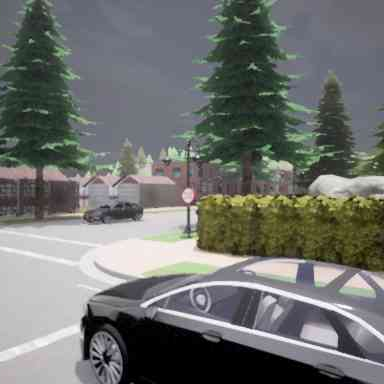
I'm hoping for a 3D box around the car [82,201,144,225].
[{"bbox_3d":[-5.578,1.440,24.035,1.837,1.490,4.892,0,0,35],"label":"car"}]

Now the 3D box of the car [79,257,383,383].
[{"bbox_3d":[0.740,1.490,3.558,4.902,1.511,2.128,0,0,38],"label":"car"}]
